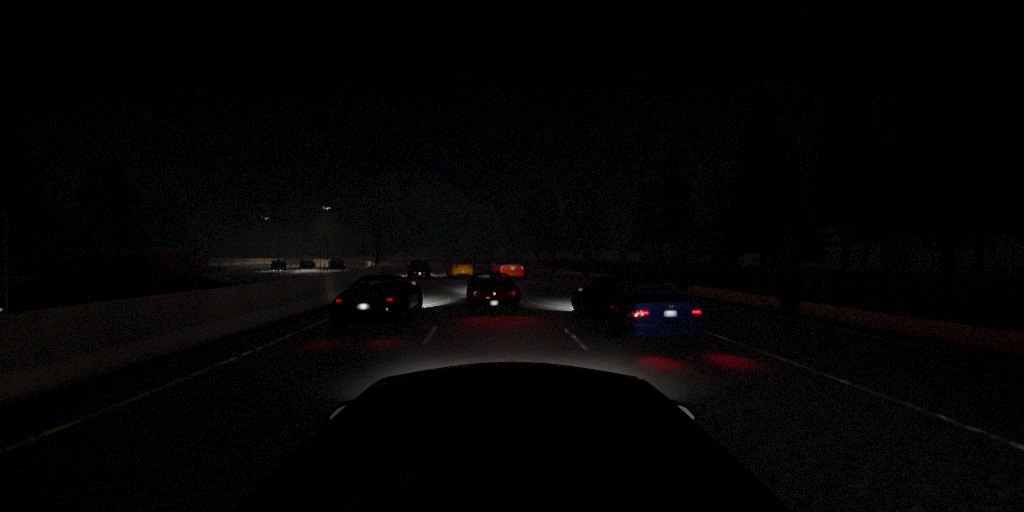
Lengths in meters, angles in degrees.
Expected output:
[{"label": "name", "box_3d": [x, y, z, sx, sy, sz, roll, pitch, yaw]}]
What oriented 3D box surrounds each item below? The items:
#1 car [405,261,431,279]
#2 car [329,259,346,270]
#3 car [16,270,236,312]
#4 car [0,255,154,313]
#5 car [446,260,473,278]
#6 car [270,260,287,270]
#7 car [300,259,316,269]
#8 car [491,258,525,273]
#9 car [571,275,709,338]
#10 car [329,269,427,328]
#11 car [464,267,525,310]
[{"label": "car", "box_3d": [-8.125, 1.152, 31.187, 1.837, 1.490, 4.892, 0, 0, -17]}, {"label": "car", "box_3d": [-24.936, 1.100, 51.149, 1.882, 1.535, 5.008, 0, 0, -31]}, {"label": "car", "box_3d": [-11.222, 1.297, 11.447, 2.033, 1.411, 5.357, 0, 0, -7]}, {"label": "car", "box_3d": [-14.827, 0.985, 11.897, 2.150, 2.045, 5.566, 0, 0, -7]}, {"label": "car", "box_3d": [-4.757, 1.107, 32.146, 1.882, 1.535, 5.008, 0, 0, -17]}, {"label": "car", "box_3d": [-32.482, 1.205, 50.052, 2.033, 1.411, 5.357, 0, 0, -33]}, {"label": "car", "box_3d": [-29.551, 1.128, 51.900, 2.128, 1.511, 4.902, 0, 0, -33]}, {"label": "car", "box_3d": [-0.474, 0.975, 29.798, 2.097, 1.767, 4.553, 0, 0, -15]}, {"label": "car", "box_3d": [3.126, 1.247, 10.047, 2.033, 1.411, 5.357, 0, 0, -5]}, {"label": "car", "box_3d": [-4.086, 1.286, 11.380, 1.994, 1.385, 4.181, 0, 0, -6]}, {"label": "car", "box_3d": [-0.877, 1.296, 14.401, 1.895, 1.301, 4.718, 0, 0, -7]}]
